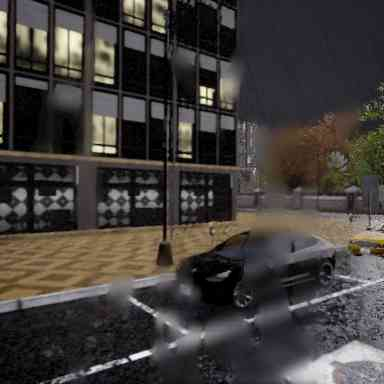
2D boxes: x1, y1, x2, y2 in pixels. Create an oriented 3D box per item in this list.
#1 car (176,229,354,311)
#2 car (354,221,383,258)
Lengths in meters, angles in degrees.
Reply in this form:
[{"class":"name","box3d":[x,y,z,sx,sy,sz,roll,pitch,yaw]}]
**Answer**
[{"class":"car","box3d":[1.672,1.590,7.853,4.313,1.339,1.947,0,0,-36]},{"class":"car","box3d":[7.531,1.579,12.097,4.829,1.417,1.752,0,0,-36]}]
